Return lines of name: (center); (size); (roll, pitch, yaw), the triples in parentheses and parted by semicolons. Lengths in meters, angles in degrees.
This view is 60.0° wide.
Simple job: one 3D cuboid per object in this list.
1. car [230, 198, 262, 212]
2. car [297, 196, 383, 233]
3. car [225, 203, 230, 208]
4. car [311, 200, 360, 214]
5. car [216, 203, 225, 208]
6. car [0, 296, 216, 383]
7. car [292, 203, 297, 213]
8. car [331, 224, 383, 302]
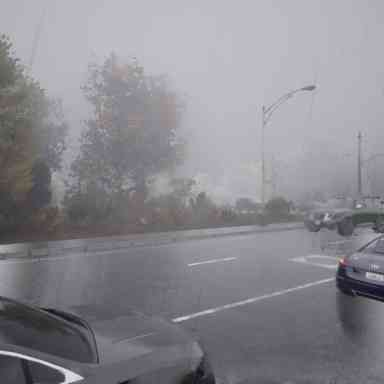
car: (8.235, 1.831, 45.953); (2.150, 2.045, 5.566); (0, -3, -32)
car: (8.772, 1.260, 18.692); (5.566, 2.045, 2.150); (0, 0, -34)
car: (6.445, 2.564, 55.367); (2.128, 1.511, 4.902); (0, -3, -32)
car: (16.713, 1.741, 39.052); (2.128, 1.511, 4.902); (0, -2, -34)
car: (2.792, 2.480, 54.602); (2.097, 1.767, 4.553); (0, -3, -32)
car: (-2.033, 1.505, 2.297); (4.892, 1.490, 1.837); (0, 0, -36)
car: (13.534, 1.741, 37.550); (2.128, 1.511, 4.902); (0, -2, -32)
car: (5.112, 1.574, 7.402); (4.181, 1.385, 1.994); (0, 0, -34)
